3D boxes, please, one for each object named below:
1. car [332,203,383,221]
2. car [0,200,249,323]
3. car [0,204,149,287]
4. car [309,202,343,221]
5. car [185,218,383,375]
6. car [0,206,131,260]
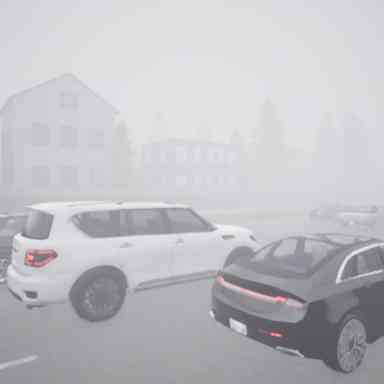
[{"bbox_3d":[10.793,1.442,20.051,4.718,1.301,1.895,-1,0,-36],"label":"car"},{"bbox_3d":[-0.915,1.194,7.393,5.566,2.045,2.150,-1,0,-36],"label":"car"},{"bbox_3d":[-3.789,1.333,9.643,4.553,1.767,2.097,-1,0,-36],"label":"car"},{"bbox_3d":[10.393,1.389,24.066,4.181,1.385,1.994,-1,0,-36],"label":"car"},{"bbox_3d":[2.550,1.451,5.567,4.902,1.511,2.128,-1,0,-36],"label":"car"},{"bbox_3d":[-5.090,1.451,13.013,5.008,1.535,1.882,-1,0,-36],"label":"car"}]
